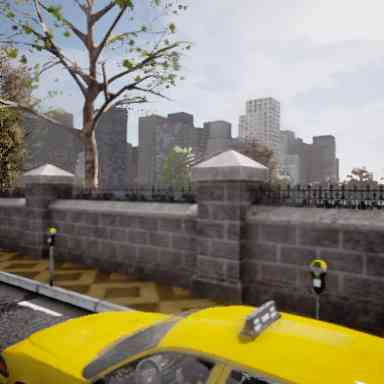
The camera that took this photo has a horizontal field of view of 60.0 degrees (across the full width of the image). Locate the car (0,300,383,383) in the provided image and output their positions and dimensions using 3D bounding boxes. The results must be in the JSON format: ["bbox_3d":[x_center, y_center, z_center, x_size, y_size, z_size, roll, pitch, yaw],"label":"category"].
[{"bbox_3d":[0.270,1.518,2.528,4.829,1.417,1.752,0,0,35],"label":"car"}]
